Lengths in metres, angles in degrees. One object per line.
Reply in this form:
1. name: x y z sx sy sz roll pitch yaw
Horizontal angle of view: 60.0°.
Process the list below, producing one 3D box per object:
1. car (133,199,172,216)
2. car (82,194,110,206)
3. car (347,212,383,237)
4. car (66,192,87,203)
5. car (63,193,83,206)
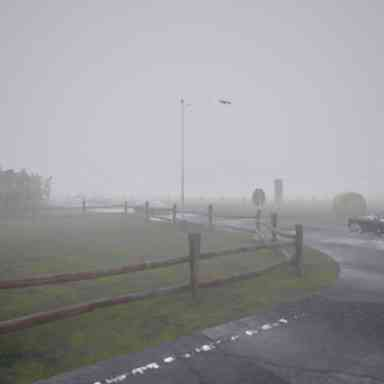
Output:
1. car: -3.533 1.333 29.061 1.812 1.442 4.674 -1 1 -36
2. car: -13.580 1.166 47.864 2.033 1.411 5.357 -1 1 -35
3. car: 9.241 1.509 15.099 1.895 1.301 4.718 0 1 -11
4. car: -19.303 0.899 55.663 2.097 1.767 4.553 -1 1 -36
5. car: -16.997 1.244 47.759 1.895 1.301 4.718 -1 1 -35
